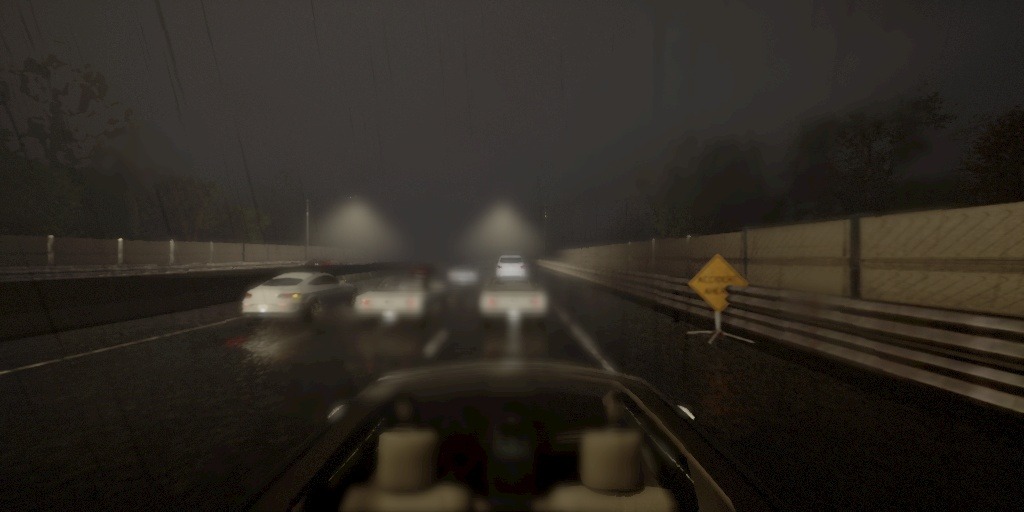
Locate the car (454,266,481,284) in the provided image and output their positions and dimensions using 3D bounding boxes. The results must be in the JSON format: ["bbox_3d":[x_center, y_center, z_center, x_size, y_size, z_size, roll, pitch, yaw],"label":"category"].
[{"bbox_3d":[-3.437,1.411,27.512,1.895,1.301,4.718,0,0,0],"label":"car"}]

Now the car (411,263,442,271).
[{"bbox_3d":[-6.934,1.319,29.339,1.837,1.490,4.892,0,0,0],"label":"car"}]

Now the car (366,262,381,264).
[{"bbox_3d":[-17.611,1.416,45.778,1.994,1.385,4.181,0,0,0],"label":"car"}]

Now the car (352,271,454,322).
[{"bbox_3d":[-3.427,1.375,12.353,1.895,1.301,4.718,0,0,0],"label":"car"}]

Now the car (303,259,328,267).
[{"bbox_3d":[-24.605,1.203,45.785,2.097,1.767,4.553,0,0,0],"label":"car"}]

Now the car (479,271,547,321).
[{"bbox_3d":[0.073,1.376,12.505,1.895,1.301,4.718,0,0,0],"label":"car"}]

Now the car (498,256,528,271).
[{"bbox_3d":[0.067,1.032,28.316,2.150,2.045,5.566,0,0,0],"label":"car"}]

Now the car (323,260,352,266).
[{"bbox_3d":[-21.114,1.450,44.750,1.895,1.301,4.718,0,0,0],"label":"car"}]

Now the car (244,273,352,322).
[{"bbox_3d":[-6.928,1.300,12.335,1.812,1.442,4.674,0,0,0],"label":"car"}]

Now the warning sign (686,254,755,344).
[{"bbox_3d":[4.545,0.880,7.908,1.300,1.860,1.060,0,0,0],"label":"warning sign"}]
